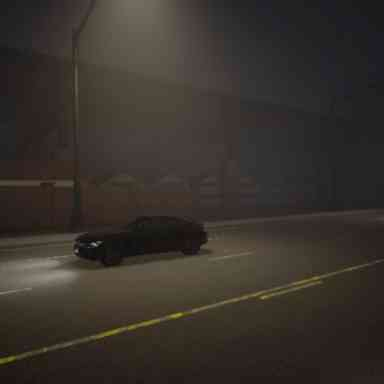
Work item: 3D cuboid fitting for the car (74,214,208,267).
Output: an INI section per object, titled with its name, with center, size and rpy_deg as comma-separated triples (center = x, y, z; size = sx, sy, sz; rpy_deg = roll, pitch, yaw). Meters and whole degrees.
[car]
center = -1.582, 1.492, 11.416
size = 4.674, 1.442, 1.812
rpy_deg = 0, 0, -35
